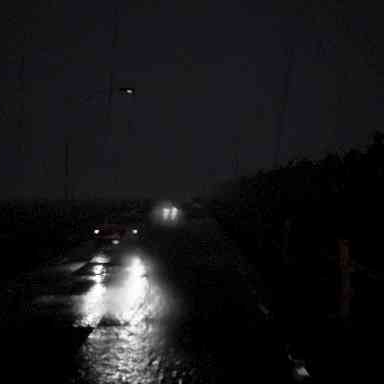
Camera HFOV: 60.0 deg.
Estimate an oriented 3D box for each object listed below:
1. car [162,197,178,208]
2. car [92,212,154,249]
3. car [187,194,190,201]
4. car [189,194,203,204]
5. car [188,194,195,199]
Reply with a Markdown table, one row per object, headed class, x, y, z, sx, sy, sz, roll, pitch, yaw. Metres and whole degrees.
| class | x | y | z | sx | sy | sz | roll | pitch | yaw |
| --- | --- | --- | --- | --- | --- | --- | --- | --- | --- |
| car | -2.891 | 1.365 | 44.758 | 2.128 | 1.511 | 4.902 | 0 | 0 | 0 |
| car | -2.835 | 1.557 | 14.566 | 1.895 | 1.301 | 4.718 | 0 | 0 | 0 |
| car | -0.099 | 1.211 | 76.711 | 2.128 | 1.511 | 4.902 | 0 | 0 | 0 |
| car | 0.886 | 1.341 | 59.148 | 1.837 | 1.490 | 4.892 | 0 | 0 | 0 |
| car | -0.113 | 1.179 | 87.501 | 1.812 | 1.442 | 4.674 | 0 | 0 | 0 |
